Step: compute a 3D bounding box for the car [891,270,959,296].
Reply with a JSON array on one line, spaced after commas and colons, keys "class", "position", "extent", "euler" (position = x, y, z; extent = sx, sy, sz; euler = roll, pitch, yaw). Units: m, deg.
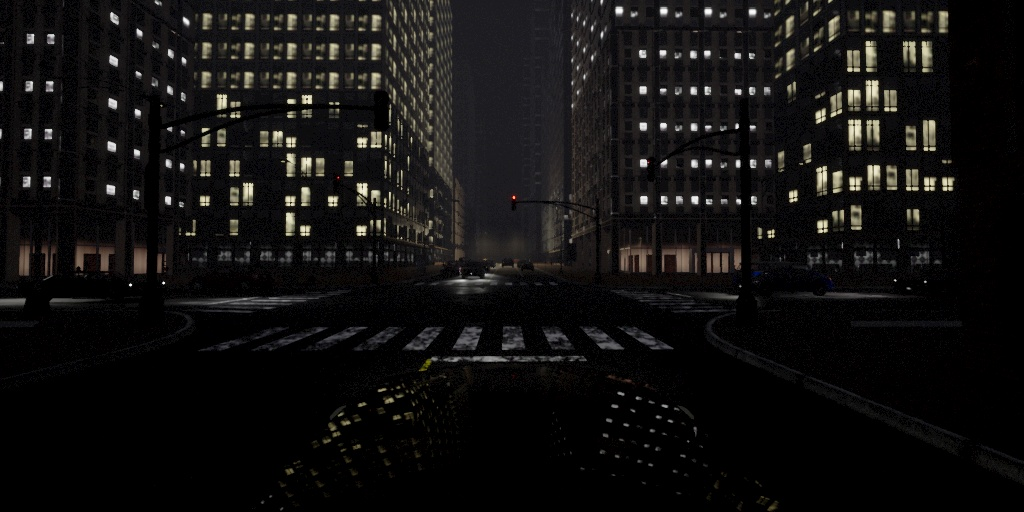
[{"class": "car", "position": [23.562, 1.435, 19.334], "extent": [4.718, 1.301, 1.895], "euler": [0, -1, -1]}]

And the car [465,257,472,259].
[{"class": "car", "position": [-6.324, 1.082, 48.186], "extent": [2.192, 1.841, 5.009], "euler": [0, 0, -1]}]

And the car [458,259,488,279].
[{"class": "car", "position": [-3.529, 1.266, 33.225], "extent": [1.837, 1.490, 4.892], "euler": [0, 0, -1]}]

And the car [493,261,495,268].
[{"class": "car", "position": [-3.868, 1.320, 60.349], "extent": [2.033, 1.411, 5.357], "euler": [0, 0, 0]}]

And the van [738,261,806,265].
[{"class": "van", "position": [15.710, 1.210, 21.824], "extent": [3.998, 1.789, 1.690], "euler": [0, 0, -1]}]

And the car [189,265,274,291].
[{"class": "car", "position": [-16.762, 1.255, 21.453], "extent": [4.097, 1.591, 1.967], "euler": [0, 0, -1]}]

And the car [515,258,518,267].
[{"class": "car", "position": [1.901, 1.298, 59.687], "extent": [1.751, 1.417, 4.829], "euler": [0, 0, -1]}]

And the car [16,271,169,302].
[{"class": "car", "position": [-18.068, 1.300, 15.661], "extent": [4.718, 1.301, 1.895], "euler": [0, -1, -1]}]

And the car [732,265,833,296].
[{"class": "car", "position": [14.519, 1.342, 19.228], "extent": [4.674, 1.442, 1.812], "euler": [0, -1, -2]}]

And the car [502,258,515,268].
[{"class": "car", "position": [-0.746, 1.126, 63.985], "extent": [2.097, 1.767, 4.553], "euler": [0, 0, -1]}]

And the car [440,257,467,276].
[{"class": "car", "position": [-6.171, 1.203, 37.036], "extent": [1.967, 1.591, 4.097], "euler": [0, 0, -1]}]

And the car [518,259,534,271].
[{"class": "car", "position": [2.055, 1.350, 48.362], "extent": [1.802, 1.307, 4.207], "euler": [0, 0, -1]}]

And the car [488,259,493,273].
[{"class": "car", "position": [-3.666, 1.367, 43.442], "extent": [1.895, 1.301, 4.718], "euler": [0, 0, -1]}]
